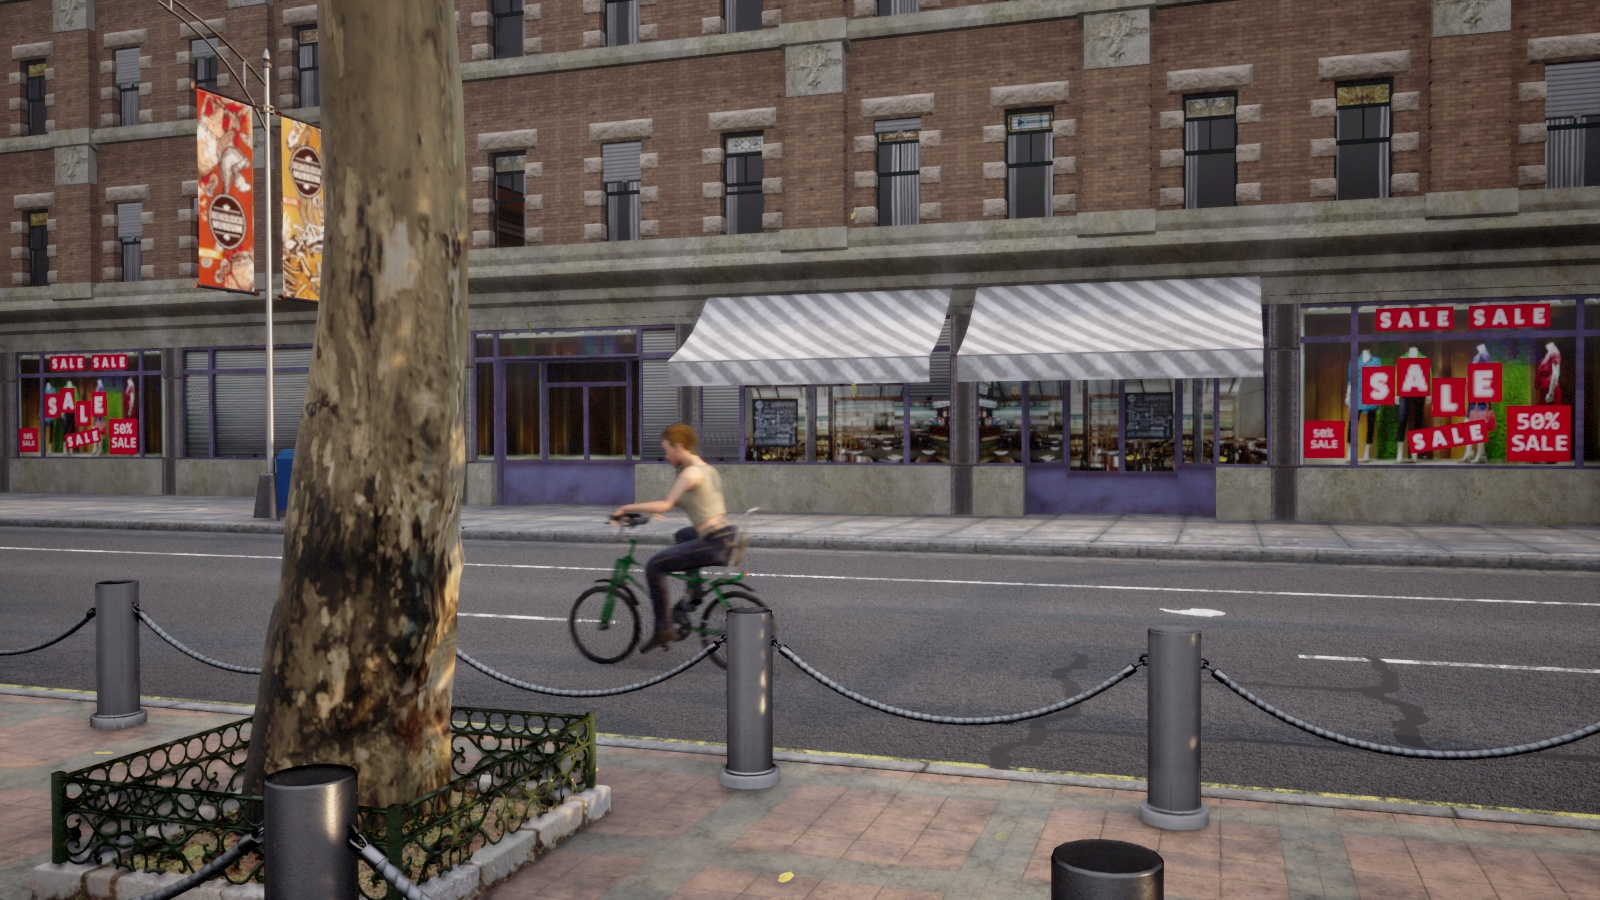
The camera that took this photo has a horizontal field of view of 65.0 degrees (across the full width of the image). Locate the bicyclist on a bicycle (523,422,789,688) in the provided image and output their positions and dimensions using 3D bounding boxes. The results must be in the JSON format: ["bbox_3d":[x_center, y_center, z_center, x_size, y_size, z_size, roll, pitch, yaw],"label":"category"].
[{"bbox_3d":[-0.933,0.627,8.257,1.509,1.612,0.866,1,1,19],"label":"bicyclist on a bicycle"}]
